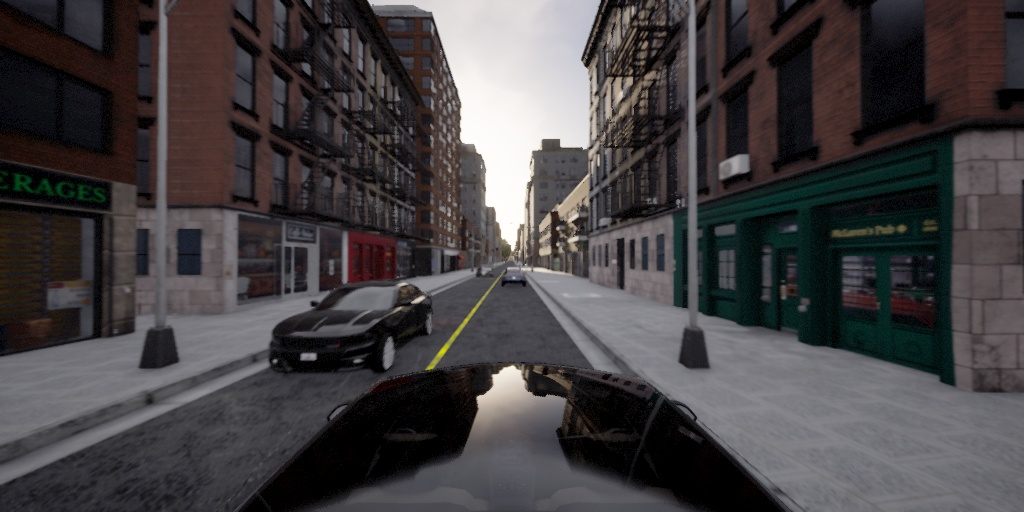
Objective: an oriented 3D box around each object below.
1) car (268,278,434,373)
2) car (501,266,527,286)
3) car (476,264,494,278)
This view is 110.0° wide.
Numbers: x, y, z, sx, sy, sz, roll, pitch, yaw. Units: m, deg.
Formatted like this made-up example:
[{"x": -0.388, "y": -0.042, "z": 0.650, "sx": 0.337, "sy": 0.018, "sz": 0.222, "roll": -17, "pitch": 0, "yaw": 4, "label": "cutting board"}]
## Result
[{"x": -3.097, "y": 1.303, "z": 7.970, "sx": 1.882, "sy": 1.535, "sz": 5.008, "roll": 0, "pitch": -1, "yaw": 0, "label": "car"}, {"x": 0.125, "y": 1.637, "z": 28.909, "sx": 1.994, "sy": 1.385, "sz": 4.181, "roll": 0, "pitch": -1, "yaw": -1, "label": "car"}, {"x": -3.079, "y": 1.714, "z": 41.549, "sx": 2.128, "sy": 1.511, "sz": 4.902, "roll": 0, "pitch": -1, "yaw": 0, "label": "car"}]
